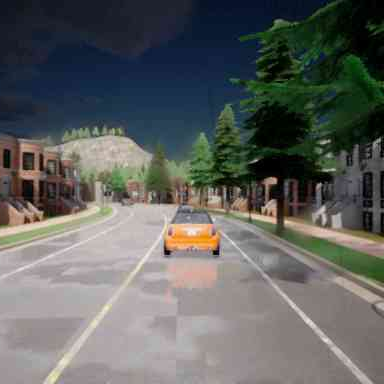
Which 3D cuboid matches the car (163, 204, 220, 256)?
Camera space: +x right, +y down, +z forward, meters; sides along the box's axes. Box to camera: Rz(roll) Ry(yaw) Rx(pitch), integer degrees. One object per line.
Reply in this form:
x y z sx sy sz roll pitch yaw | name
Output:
-0.010 1.511 14.053 2.097 1.767 4.553 0 -1 0 | car

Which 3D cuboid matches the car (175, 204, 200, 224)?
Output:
-0.479 1.846 29.392 1.837 1.490 4.892 0 0 -5 | car

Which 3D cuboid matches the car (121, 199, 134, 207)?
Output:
-13.325 2.150 69.105 2.097 1.767 4.553 0 -1 -21 | car
